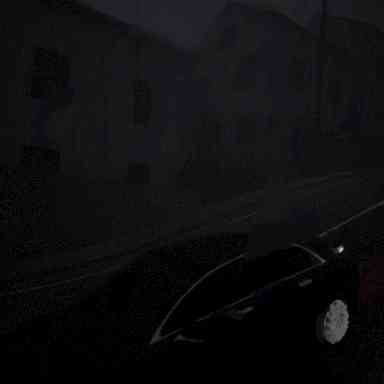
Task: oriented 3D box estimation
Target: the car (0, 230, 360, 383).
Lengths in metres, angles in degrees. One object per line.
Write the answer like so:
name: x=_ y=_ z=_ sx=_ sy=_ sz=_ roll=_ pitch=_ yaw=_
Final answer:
car: x=0.085 y=1.381 z=4.021 sx=4.892 sy=1.490 sz=1.837 roll=-9 pitch=5 yaw=-34
